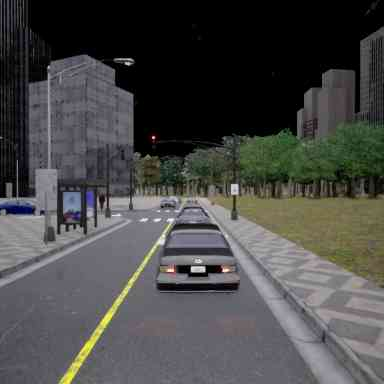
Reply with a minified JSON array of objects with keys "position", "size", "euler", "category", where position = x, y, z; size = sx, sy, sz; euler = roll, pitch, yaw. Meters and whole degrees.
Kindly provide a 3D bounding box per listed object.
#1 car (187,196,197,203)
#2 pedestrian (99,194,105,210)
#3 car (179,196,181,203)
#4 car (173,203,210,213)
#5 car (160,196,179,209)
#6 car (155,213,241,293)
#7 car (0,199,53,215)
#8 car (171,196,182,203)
[{"position":[0.036,1.520,66.541],"size":[1.895,1.301,4.718],"euler":[0,0,0],"category":"car"},{"position":[-10.108,1.051,37.307],"size":[0.375,1.860,0.375],"euler":[0,0,1],"category":"pedestrian"},{"position":[-3.125,1.465,55.453],"size":[1.812,1.442,4.674],"euler":[0,0,0],"category":"car"},{"position":[0.071,1.554,19.239],"size":[1.994,1.385,4.181],"euler":[0,0,0],"category":"car"},{"position":[-3.129,1.522,43.944],"size":[1.994,1.385,4.181],"euler":[0,0,0],"category":"car"},{"position":[0.094,1.545,8.961],"size":[2.033,1.411,5.357],"euler":[0,0,-1],"category":"car"},{"position":[-15.658,1.426,31.202],"size":[5.008,1.535,1.882],"euler":[0,0,0],"category":"car"},{"position":[-3.095,1.521,65.941],"size":[1.895,1.301,4.718],"euler":[0,0,0],"category":"car"}]
